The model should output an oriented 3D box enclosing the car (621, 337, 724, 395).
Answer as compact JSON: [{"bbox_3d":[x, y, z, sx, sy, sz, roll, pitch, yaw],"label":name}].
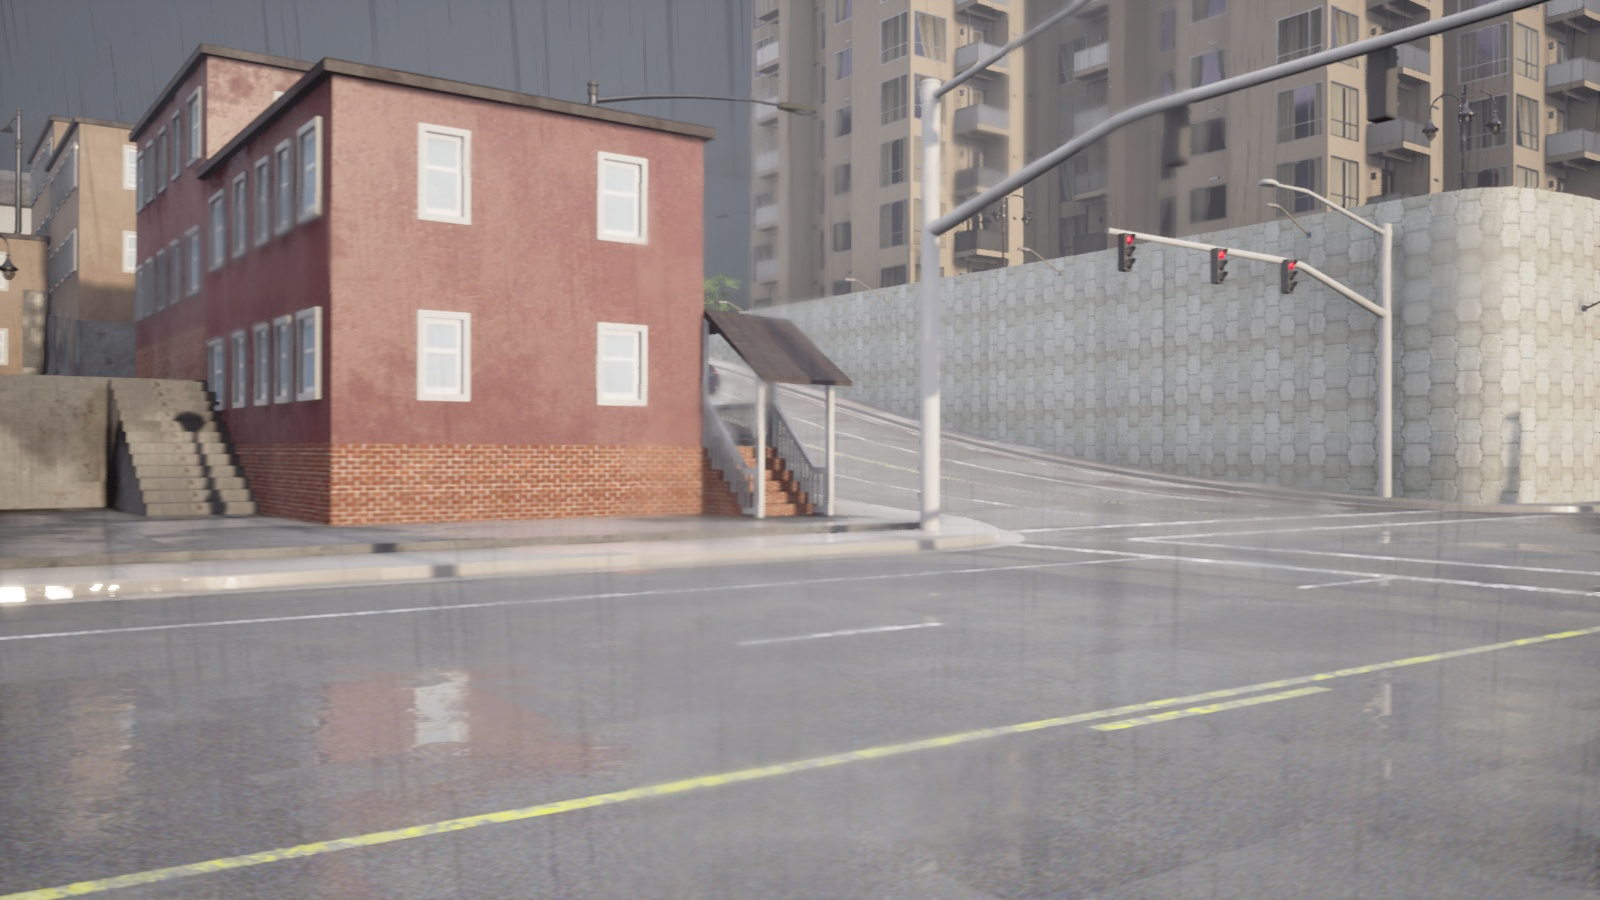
[{"bbox_3d":[-5.560,-3.650,54.141,2.152,1.651,5.027,0,12,-35],"label":"car"}]
